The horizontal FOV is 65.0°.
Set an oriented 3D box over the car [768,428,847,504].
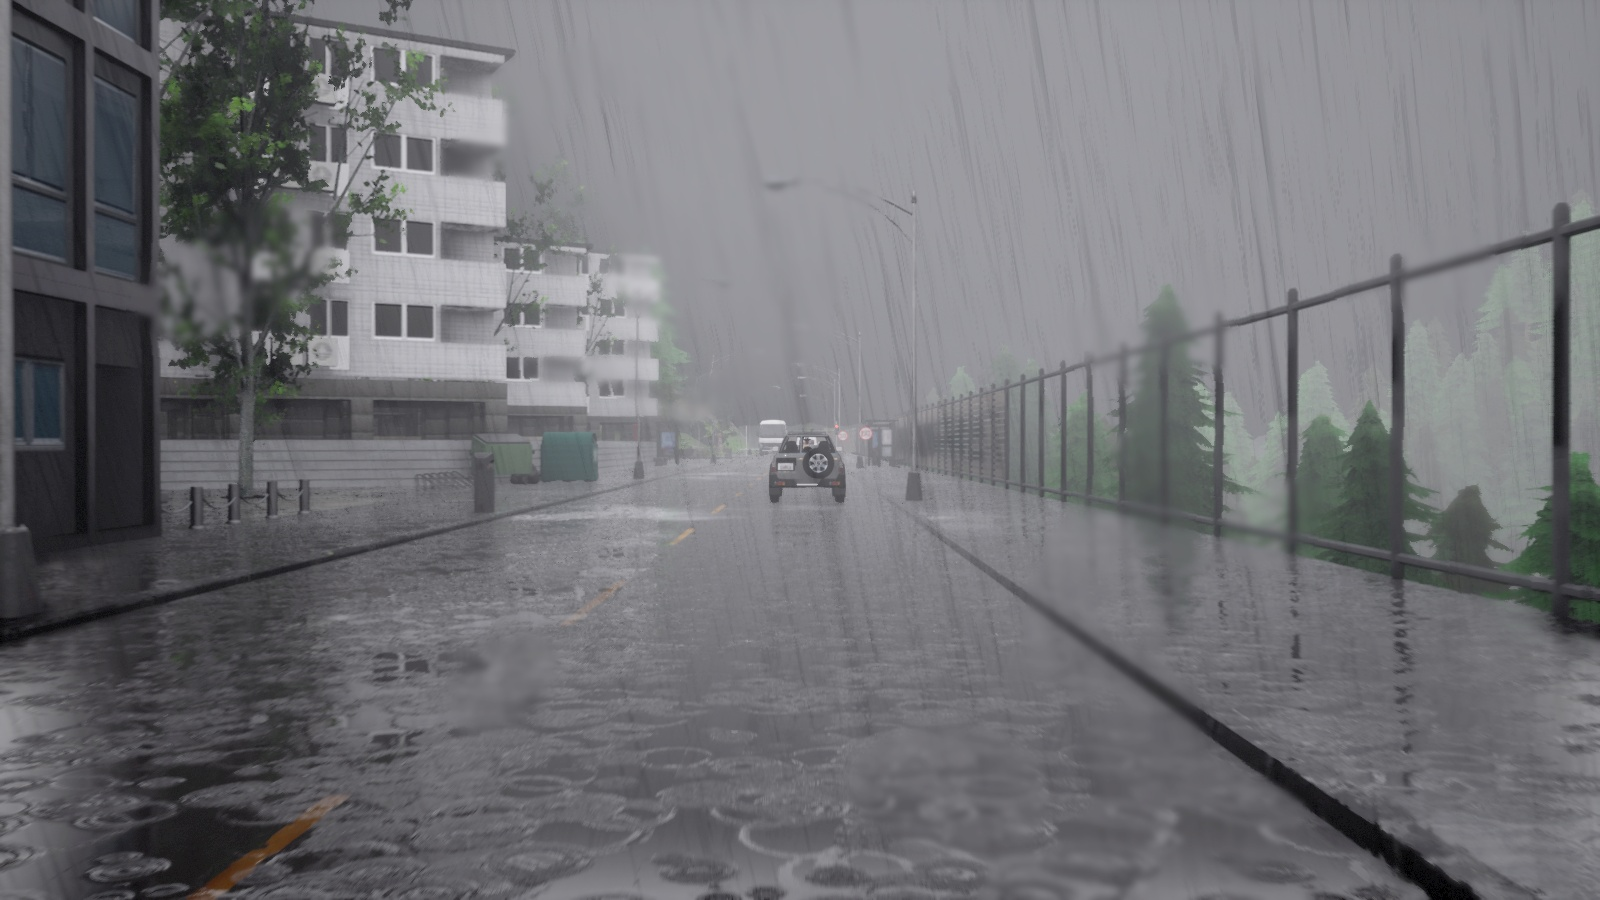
[{"bbox_3d":[0.191,0.378,32.815,1.932,1.855,4.605,0,0,0],"label":"car"}]
